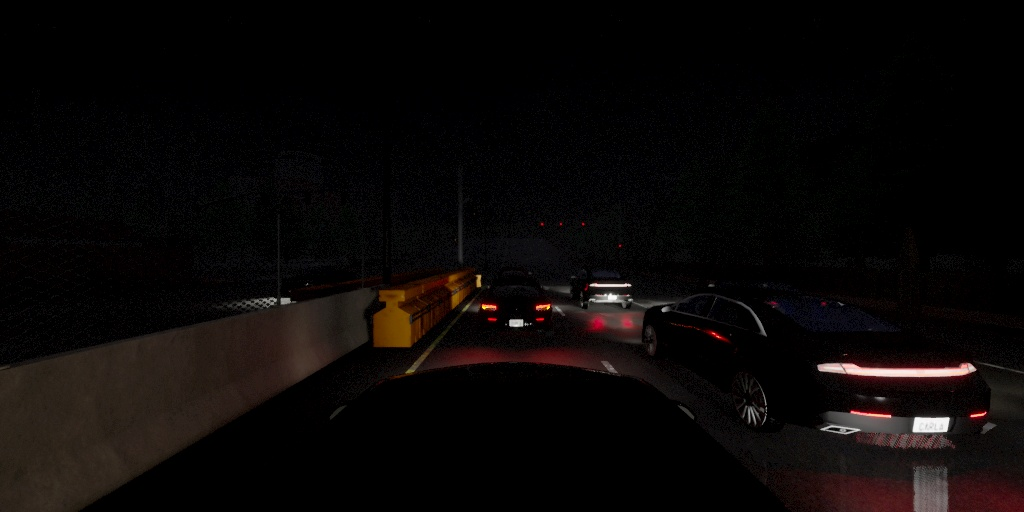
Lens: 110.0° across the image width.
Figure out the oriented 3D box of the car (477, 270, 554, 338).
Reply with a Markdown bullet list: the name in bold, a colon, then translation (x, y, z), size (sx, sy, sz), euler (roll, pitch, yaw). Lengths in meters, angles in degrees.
- **car**: translation (0.087, 1.276, 10.013), size (1.812, 1.442, 4.674), euler (0, 0, 0)

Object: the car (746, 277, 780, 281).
- **car**: translation (7.091, 1.314, 10.835), size (1.994, 1.385, 4.181), euler (0, 0, 0)

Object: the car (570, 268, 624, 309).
- **car**: translation (3.575, 1.242, 14.944), size (2.128, 1.511, 4.902), euler (0, 0, 2)

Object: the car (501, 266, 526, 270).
- **car**: translation (0.080, 1.276, 19.078), size (1.812, 1.442, 4.674), euler (0, 0, 0)

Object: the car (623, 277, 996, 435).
- **car**: translation (3.600, 1.242, 5.515), size (2.128, 1.511, 4.902), euler (0, 0, 0)

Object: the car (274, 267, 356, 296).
- **car**: translation (-10.548, 1.298, 19.815), size (2.033, 1.411, 5.357), euler (0, 0, 1)
